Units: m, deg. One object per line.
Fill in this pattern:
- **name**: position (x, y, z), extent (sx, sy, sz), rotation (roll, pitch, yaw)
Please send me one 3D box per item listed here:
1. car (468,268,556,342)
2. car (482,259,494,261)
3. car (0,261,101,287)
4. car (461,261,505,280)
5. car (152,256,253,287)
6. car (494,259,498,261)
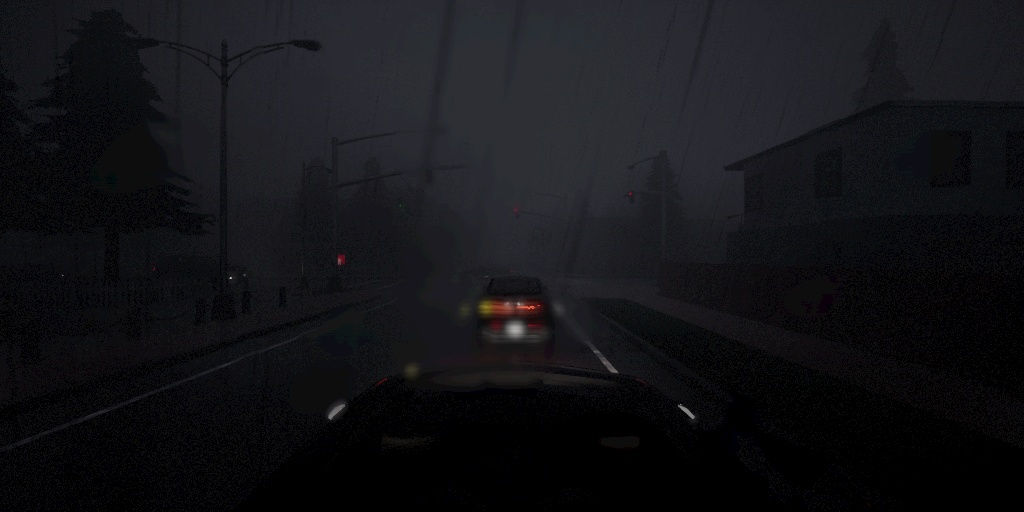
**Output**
- **car**: position (0.092, 1.255, 9.729), extent (1.837, 1.490, 4.892), rotation (0, 0, 0)
- **car**: position (-3.495, 1.276, 44.179), extent (1.812, 1.442, 4.674), rotation (0, 0, -1)
- **car**: position (-31.103, 1.257, 23.763), extent (4.902, 1.511, 2.128), rotation (0, 0, -1)
- **car**: position (-1.961, 1.312, 28.529), extent (4.181, 1.385, 1.994), rotation (0, 0, -4)
- **car**: position (-20.665, 0.987, 24.039), extent (5.566, 2.045, 2.150), rotation (0, 0, -1)
- **car**: position (-3.460, 1.276, 54.315), extent (1.812, 1.442, 4.674), rotation (0, 0, 0)
